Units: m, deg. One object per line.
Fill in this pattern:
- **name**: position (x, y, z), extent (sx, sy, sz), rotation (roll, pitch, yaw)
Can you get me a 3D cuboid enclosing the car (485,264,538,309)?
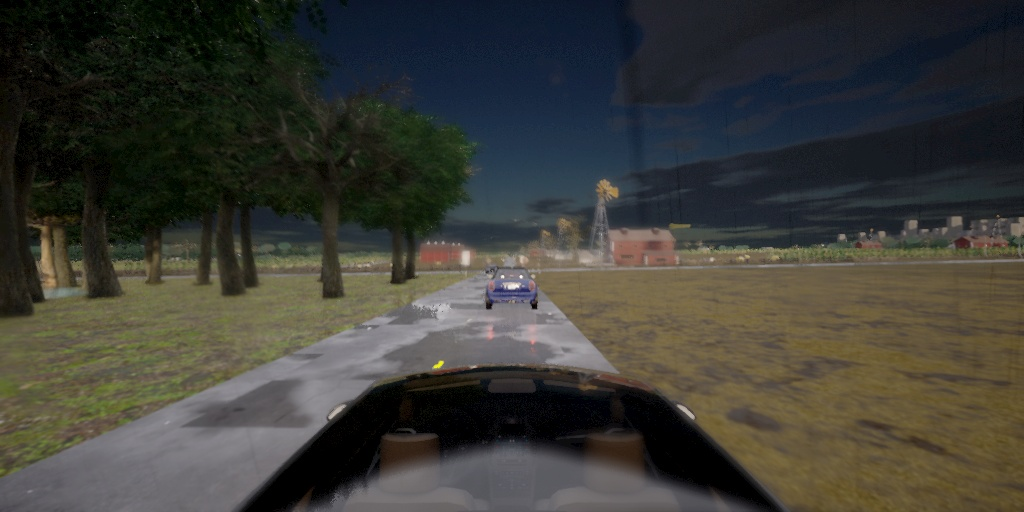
- **car**: position (-0.004, 1.239, 15.926), extent (2.097, 1.767, 4.553), rotation (0, -1, 0)
